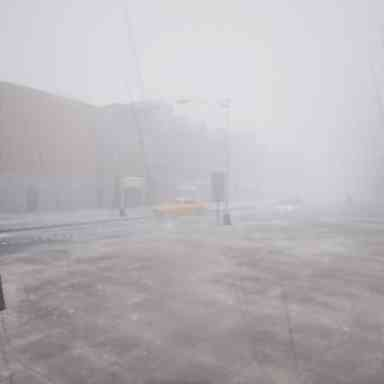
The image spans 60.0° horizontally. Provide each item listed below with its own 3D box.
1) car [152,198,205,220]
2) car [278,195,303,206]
[{"bbox_3d":[-0.951,1.208,25.253,1.882,1.535,5.008,1,1,35],"label":"car"},{"bbox_3d":[13.530,1.174,45.434,2.033,1.411,5.357,1,1,36],"label":"car"}]
